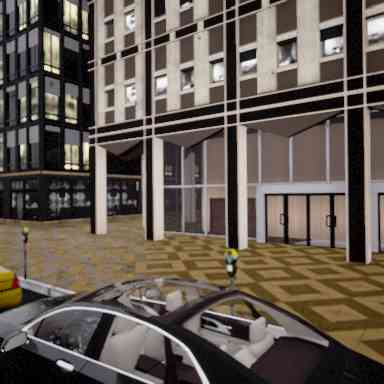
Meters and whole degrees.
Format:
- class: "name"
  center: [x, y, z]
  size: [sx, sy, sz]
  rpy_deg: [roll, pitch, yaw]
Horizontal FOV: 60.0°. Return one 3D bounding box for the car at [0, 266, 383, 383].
- class: "car"
  center: [-0.521, 1.561, 3.254]
  size: [4.403, 1.369, 2.008]
  rpy_deg: [0, -1, 36]
